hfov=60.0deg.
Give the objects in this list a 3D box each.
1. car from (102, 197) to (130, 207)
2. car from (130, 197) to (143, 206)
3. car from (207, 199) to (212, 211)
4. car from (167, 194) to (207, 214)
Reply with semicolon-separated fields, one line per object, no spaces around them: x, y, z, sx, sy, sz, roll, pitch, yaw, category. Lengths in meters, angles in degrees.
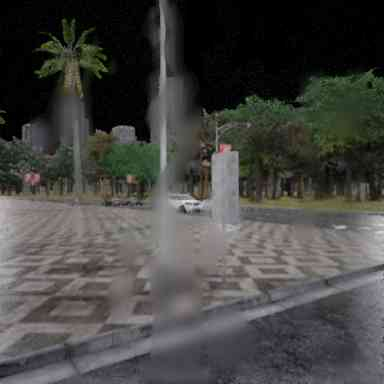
-12.194;1.584;51.528;2.033;1.411;5.357;0;0;-38;car
-9.626;1.533;53.518;1.994;1.385;4.181;0;0;-38;car
2.472;1.518;37.202;1.812;1.442;4.674;0;0;-36;car
-1.148;1.226;36.684;2.150;2.045;5.566;0;0;-36;car
